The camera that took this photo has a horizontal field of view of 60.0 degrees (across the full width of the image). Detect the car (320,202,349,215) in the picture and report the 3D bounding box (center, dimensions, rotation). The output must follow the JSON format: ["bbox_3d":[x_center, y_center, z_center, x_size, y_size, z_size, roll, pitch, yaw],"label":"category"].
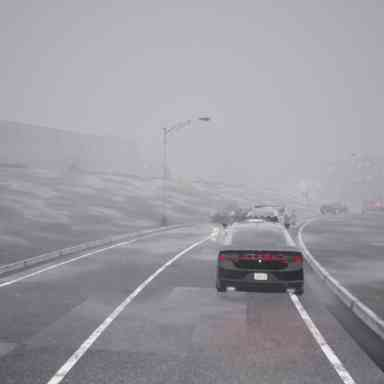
[{"bbox_3d":[17.850,2.050,41.595,4.892,1.490,1.837,1,-4,-41],"label":"car"}]

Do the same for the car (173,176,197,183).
[{"bbox_3d":[-2.012,-1.972,59.624,5.008,1.535,2.097,4,-6,-43],"label":"car"}]

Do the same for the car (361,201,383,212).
[{"bbox_3d":[27.242,2.117,49.757,4.553,1.767,2.097,2,-4,-39],"label":"car"}]

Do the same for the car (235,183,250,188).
[{"bbox_3d":[9.732,-1.086,71.561,2.002,1.452,4.674,-4,-6,43],"label":"car"}]

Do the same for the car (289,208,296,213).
[{"bbox_3d":[6.134,1.693,23.519,1.837,1.490,4.892,-2,-1,24],"label":"car"}]

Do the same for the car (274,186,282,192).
[{"bbox_3d":[20.627,-0.417,84.158,2.435,2.045,5.566,-3,-6,40],"label":"car"}]

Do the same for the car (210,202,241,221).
[{"bbox_3d":[3.214,1.711,27.472,2.097,1.767,4.553,-2,-2,27],"label":"car"}]

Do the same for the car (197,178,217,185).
[{"bbox_3d":[1.943,-1.825,63.480,4.553,1.767,2.185,4,-6,-44],"label":"car"}]

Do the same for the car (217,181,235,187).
[{"bbox_3d":[5.948,-1.380,67.554,2.163,1.488,4.792,-4,-6,44],"label":"car"}]

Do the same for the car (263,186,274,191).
[{"bbox_3d":[17.042,-0.640,79.847,2.185,1.767,4.553,-4,-6,41],"label":"car"}]

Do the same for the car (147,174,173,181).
[{"bbox_3d":[-6.066,-2.199,55.842,4.674,1.452,2.002,4,-6,-42],"label":"car"}]

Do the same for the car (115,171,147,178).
[{"bbox_3d":[-10.200,-2.495,52.154,4.892,1.521,2.231,3,-5,-41],"label":"car"}]

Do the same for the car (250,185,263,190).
[{"bbox_3d":[13.363,-0.837,75.580,2.231,1.521,4.892,-4,-6,42],"label":"car"}]

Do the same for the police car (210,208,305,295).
[{"bbox_3d":[1.748,1.458,9.038,1.930,1.638,5.238,-1,0,9],"label":"police car"}]

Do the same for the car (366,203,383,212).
[{"bbox_3d":[32.829,2.734,58.858,4.674,1.442,1.812,2,-4,-39],"label":"car"}]

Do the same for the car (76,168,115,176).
[{"bbox_3d":[-14.382,-2.726,48.558,4.892,1.521,2.231,3,-5,-41],"label":"car"}]

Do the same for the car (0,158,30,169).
[{"bbox_3d":[-22.682,-3.284,41.450,4.553,1.767,2.185,3,-5,-41],"label":"car"}]

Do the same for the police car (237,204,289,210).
[{"bbox_3d":[4.060,1.544,18.299,1.930,1.638,5.238,-1,-1,19],"label":"police car"}]
